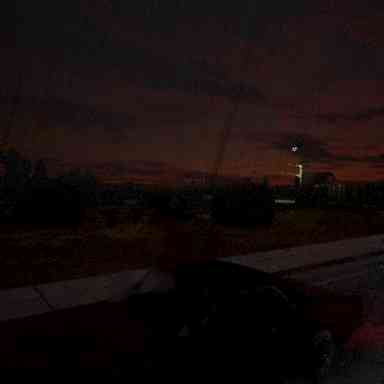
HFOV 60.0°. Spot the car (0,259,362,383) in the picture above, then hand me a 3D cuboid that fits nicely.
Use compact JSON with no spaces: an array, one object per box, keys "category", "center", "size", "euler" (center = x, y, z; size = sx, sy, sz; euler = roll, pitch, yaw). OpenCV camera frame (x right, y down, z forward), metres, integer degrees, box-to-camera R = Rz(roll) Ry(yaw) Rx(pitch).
[{"category":"car","center":[-0.054,1.620,3.954],"size":[4.718,1.301,1.895],"euler":[0,0,-36]}]
